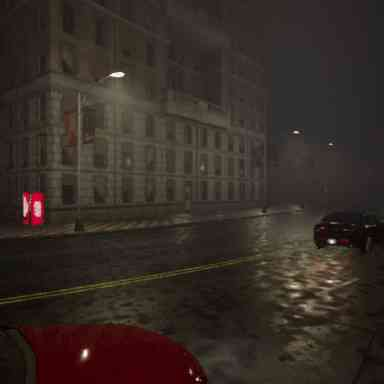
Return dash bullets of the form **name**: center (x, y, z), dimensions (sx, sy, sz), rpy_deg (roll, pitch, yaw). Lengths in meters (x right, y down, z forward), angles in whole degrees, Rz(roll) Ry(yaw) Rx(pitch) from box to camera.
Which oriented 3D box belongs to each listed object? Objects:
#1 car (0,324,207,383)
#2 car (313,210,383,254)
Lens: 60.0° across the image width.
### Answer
- **car**: center (-2.036, 1.525, 1.962), dimensions (4.674, 1.442, 1.812), rpy_deg (0, 0, -31)
- **car**: center (6.619, 1.499, 13.576), dimensions (1.837, 1.490, 4.892), rpy_deg (0, 0, 43)
